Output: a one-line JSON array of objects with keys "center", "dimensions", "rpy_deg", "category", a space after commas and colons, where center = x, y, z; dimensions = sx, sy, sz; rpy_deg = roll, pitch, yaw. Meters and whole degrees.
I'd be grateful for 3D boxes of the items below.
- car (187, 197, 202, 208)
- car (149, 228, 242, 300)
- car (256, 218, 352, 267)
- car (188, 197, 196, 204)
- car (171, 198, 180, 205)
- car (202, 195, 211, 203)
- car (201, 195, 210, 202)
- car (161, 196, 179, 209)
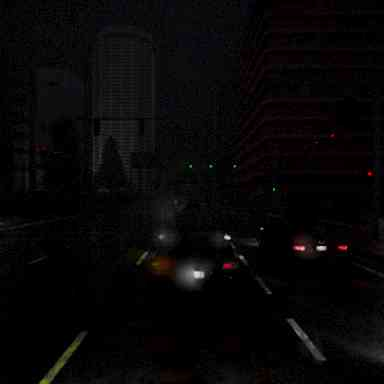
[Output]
[{"center": [0.128, 1.886, 54.116], "dimensions": [1.994, 1.385, 4.181], "rpy_deg": [0, 0, 0], "category": "car"}, {"center": [0.079, 1.616, 8.583], "dimensions": [1.994, 1.385, 4.181], "rpy_deg": [0, 0, 0], "category": "car"}, {"center": [3.608, 1.618, 11.712], "dimensions": [2.033, 1.411, 5.357], "rpy_deg": [0, 0, 1], "category": "car"}, {"center": [0.065, 1.964, 77.819], "dimensions": [1.837, 1.490, 4.892], "rpy_deg": [0, 0, 0], "category": "car"}, {"center": [-3.442, 1.942, 70.128], "dimensions": [1.812, 1.442, 4.674], "rpy_deg": [0, 0, 0], "category": "car"}, {"center": [3.566, 1.970, 80.056], "dimensions": [1.837, 1.490, 4.892], "rpy_deg": [0, 0, 0], "category": "car"}, {"center": [3.575, 1.742, 89.942], "dimensions": [2.150, 2.045, 5.566], "rpy_deg": [0, 0, 0], "category": "car"}, {"center": [-3.554, 1.790, 50.225], "dimensions": [2.128, 1.511, 4.902], "rpy_deg": [0, 0, 0], "category": "car"}]
